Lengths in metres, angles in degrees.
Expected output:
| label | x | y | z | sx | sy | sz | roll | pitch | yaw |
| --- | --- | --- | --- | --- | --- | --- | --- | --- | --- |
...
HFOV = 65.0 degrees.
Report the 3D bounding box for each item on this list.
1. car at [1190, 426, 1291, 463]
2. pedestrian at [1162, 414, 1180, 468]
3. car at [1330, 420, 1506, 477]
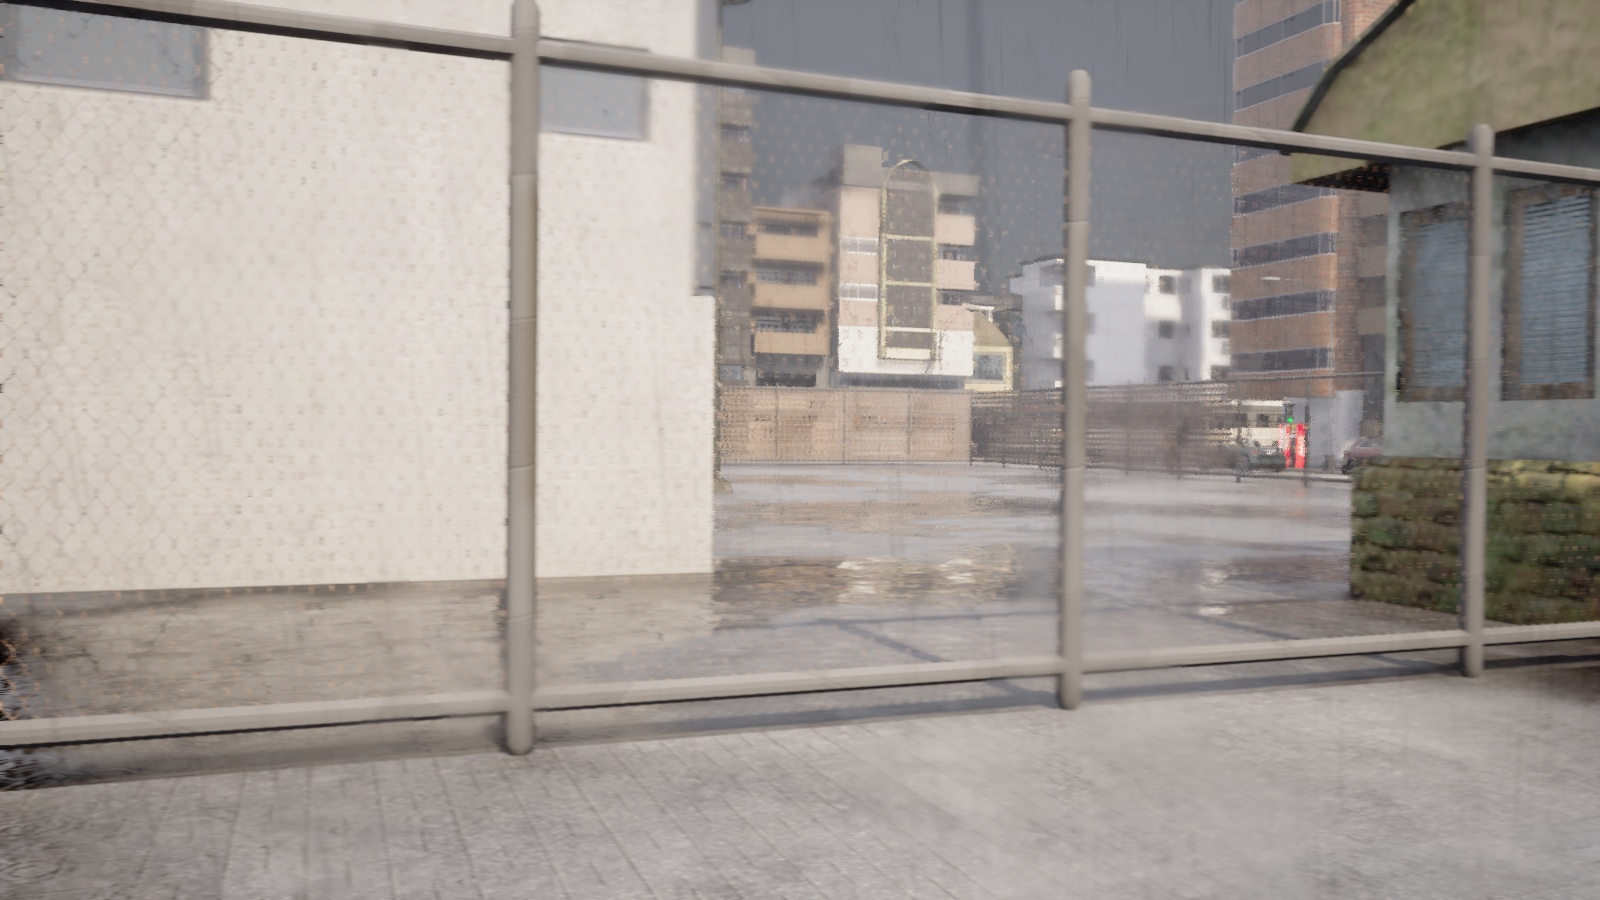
| label | x | y | z | sx | sy | sz | roll | pitch | yaw |
| --- | --- | --- | --- | --- | --- | --- | --- | --- | --- |
| car | 18.279 | -0.249 | 52.313 | 1.970 | 1.475 | 3.806 | -1 | 1 | -21 |
| pedestrian | 12.734 | -0.304 | 43.139 | 0.331 | 1.846 | 0.634 | -1 | 1 | -10 |
| car | 19.075 | -0.081 | 39.050 | 2.033 | 1.649 | 4.856 | -1 | 1 | -20 |
